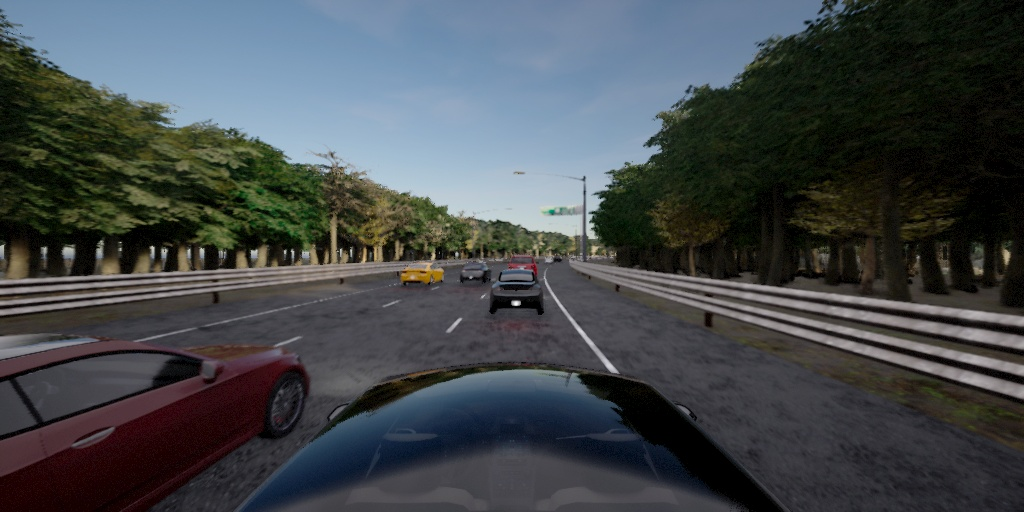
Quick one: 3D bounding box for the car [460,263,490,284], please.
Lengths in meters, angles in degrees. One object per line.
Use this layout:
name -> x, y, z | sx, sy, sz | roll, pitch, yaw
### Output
car -> -2.593, 1.231, 26.585 | 2.128, 1.511, 4.902 | 0, 0, 4

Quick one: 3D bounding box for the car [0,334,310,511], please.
car -> -3.392, 1.268, 2.440 | 1.812, 1.442, 4.674 | 0, 0, 0

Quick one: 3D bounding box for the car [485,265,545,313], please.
car -> 0.211, 1.258, 13.891 | 1.837, 1.490, 4.892 | 0, 0, 2

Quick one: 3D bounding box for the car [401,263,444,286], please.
car -> -6.184, 1.209, 25.327 | 1.882, 1.535, 5.008 | 0, 0, 3

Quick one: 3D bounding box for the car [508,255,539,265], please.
car -> 0.850, 0.968, 27.343 | 2.150, 2.045, 5.566 | 0, 0, 4
